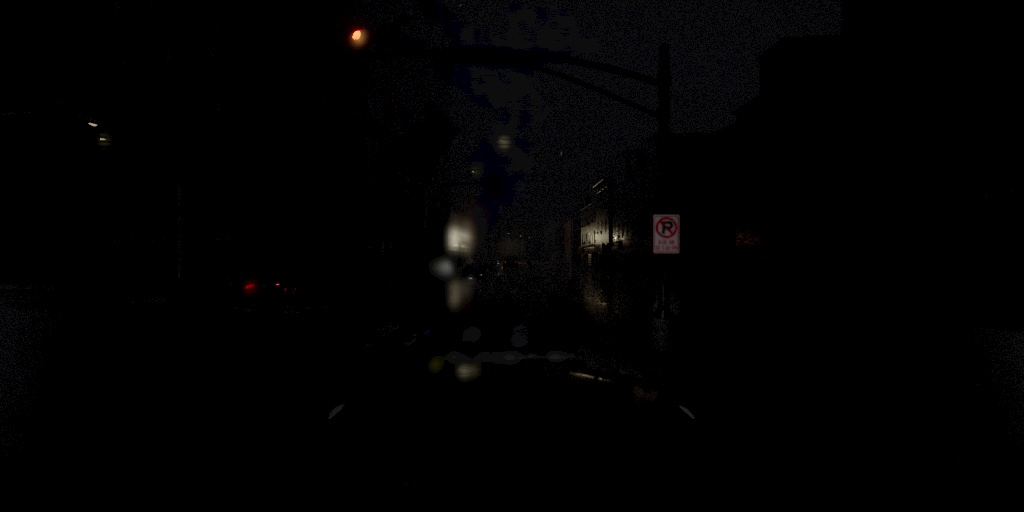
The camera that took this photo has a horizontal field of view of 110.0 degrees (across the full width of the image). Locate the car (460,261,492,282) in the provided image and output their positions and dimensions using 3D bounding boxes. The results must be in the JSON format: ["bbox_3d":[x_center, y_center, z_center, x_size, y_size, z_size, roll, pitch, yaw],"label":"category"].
[{"bbox_3d":[-2.953,1.298,28.934,2.033,1.411,5.357,0,0,0],"label":"car"}]

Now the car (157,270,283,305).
[{"bbox_3d":[-13.095,1.353,16.149,5.357,1.411,2.033,0,0,15],"label":"car"}]

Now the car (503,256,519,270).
[{"bbox_3d":[-0.194,0.979,52.552,2.150,2.045,5.566,0,0,0],"label":"car"}]

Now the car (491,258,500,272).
[{"bbox_3d":[-3.013,1.302,46.084,2.033,1.411,5.357,0,0,0],"label":"car"}]
